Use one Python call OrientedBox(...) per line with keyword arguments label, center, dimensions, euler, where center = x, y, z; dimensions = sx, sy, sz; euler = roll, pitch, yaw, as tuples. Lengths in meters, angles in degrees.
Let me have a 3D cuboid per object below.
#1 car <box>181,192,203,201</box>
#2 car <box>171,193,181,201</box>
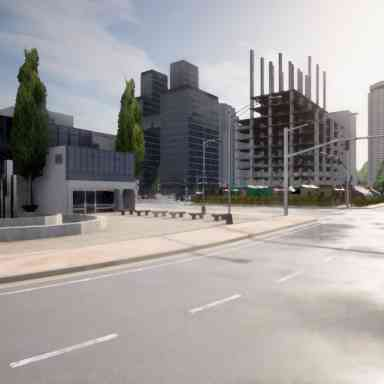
OrientedBox(label="car", center=(-0.055, 1.395, 74.938), dimensions=(1.970, 1.475, 3.806), euler=(0, 0, 37))
OrientedBox(label="car", center=(-2.353, 1.156, 76.699), dimensions=(1.905, 1.878, 3.866), euler=(0, 0, 37))
